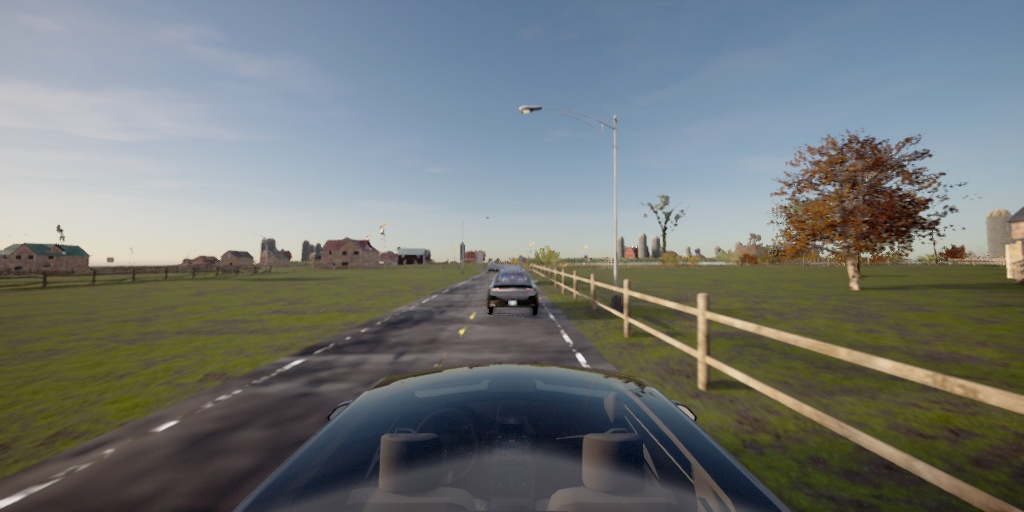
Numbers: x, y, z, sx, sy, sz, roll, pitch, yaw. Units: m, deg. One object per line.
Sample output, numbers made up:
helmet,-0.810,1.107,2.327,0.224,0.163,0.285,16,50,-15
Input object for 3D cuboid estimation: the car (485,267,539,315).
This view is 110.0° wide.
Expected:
car,0.047,1.360,14.269,2.128,1.511,4.902,0,0,1

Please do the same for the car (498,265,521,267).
car,0.058,1.501,30.470,1.882,1.535,5.008,0,0,0

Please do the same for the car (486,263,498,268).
car,-2.789,1.745,52.058,1.837,1.490,4.892,0,-1,1
